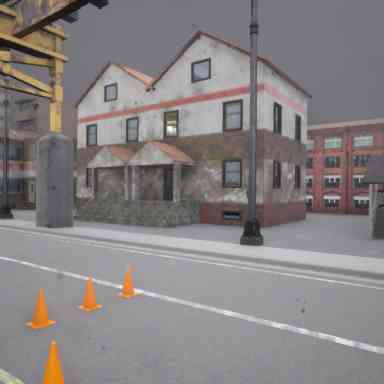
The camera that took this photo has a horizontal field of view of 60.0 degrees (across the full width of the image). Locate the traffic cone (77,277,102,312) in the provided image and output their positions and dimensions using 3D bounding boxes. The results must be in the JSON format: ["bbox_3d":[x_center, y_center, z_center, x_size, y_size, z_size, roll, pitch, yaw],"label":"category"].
[{"bbox_3d":[-1.978,1.949,6.452,0.340,0.580,0.340,0,0,36],"label":"traffic cone"}]

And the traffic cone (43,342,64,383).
[{"bbox_3d":[-1.526,1.952,3.660,0.340,0.580,0.340,0,0,36],"label":"traffic cone"}]

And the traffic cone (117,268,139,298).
[{"bbox_3d":[-1.393,1.949,7.263,0.340,0.580,0.340,0,0,36],"label":"traffic cone"}]

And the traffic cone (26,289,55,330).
[{"bbox_3d":[-2.563,1.949,5.641,0.340,0.580,0.340,0,0,36],"label":"traffic cone"}]
